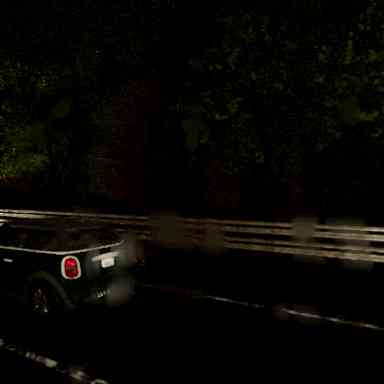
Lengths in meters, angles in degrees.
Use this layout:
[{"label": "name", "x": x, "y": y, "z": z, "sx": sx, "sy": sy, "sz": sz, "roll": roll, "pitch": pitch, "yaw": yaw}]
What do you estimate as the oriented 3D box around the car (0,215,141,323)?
[{"label": "car", "x": -3.397, "y": 1.348, "z": 7.381, "sx": 4.553, "sy": 1.767, "sz": 2.097, "roll": 0, "pitch": 0, "yaw": 31}]
